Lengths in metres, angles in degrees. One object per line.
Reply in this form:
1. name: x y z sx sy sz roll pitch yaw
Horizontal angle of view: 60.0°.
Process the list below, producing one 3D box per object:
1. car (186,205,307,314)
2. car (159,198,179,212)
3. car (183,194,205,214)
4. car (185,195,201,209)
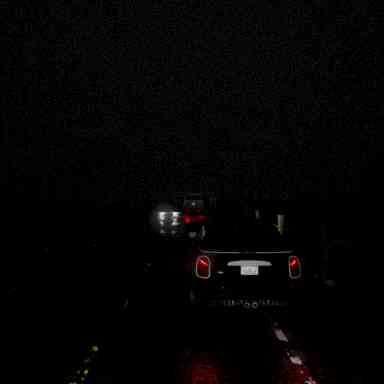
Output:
1. car: 0.981 1.349 7.760 2.097 1.767 4.553 0 0 0
2. car: -2.652 1.511 38.893 1.837 1.490 4.892 0 0 0
3. car: 0.167 1.226 35.822 2.150 2.045 5.566 0 0 0
4. car: 0.133 1.364 46.319 2.097 1.767 4.553 0 0 0
